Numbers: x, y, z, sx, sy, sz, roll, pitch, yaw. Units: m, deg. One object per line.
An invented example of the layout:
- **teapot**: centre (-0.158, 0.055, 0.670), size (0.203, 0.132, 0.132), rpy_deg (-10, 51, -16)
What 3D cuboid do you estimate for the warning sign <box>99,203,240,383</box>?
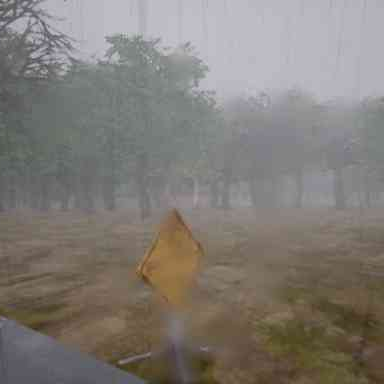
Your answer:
- **warning sign**: centre (-0.224, 1.109, 4.059), size (1.060, 1.860, 1.300), rpy_deg (-2, 0, 36)
